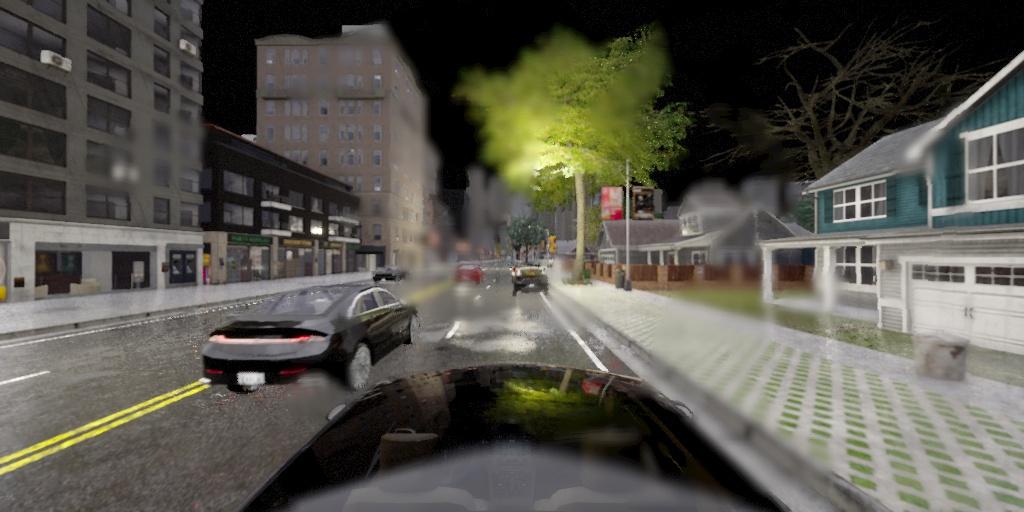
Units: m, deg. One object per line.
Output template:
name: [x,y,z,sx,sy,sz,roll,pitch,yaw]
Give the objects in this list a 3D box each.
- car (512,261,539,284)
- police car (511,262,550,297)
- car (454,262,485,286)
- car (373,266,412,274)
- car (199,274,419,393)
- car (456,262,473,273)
car: [1.020,1.275,29.905,2.097,1.767,4.553,0,0,0]
police car: [1.004,1.291,20.044,1.930,1.638,5.238,0,0,0]
car: [-3.110,1.383,26.907,1.882,1.535,5.008,0,0,0]
car: [-9.805,1.522,29.598,1.895,1.301,4.718,0,0,0]
car: [-3.143,1.275,6.750,2.128,1.511,4.902,0,0,0]
car: [-6.519,1.565,49.697,1.812,1.442,4.674,0,-1,0]
